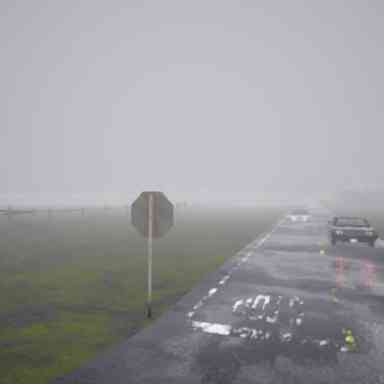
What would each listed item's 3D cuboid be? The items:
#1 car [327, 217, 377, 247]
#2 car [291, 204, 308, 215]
[{"bbox_3d":[7.982,1.909,16.997,1.895,1.301,4.718,0,-1,19],"label":"car"},{"bbox_3d":[14.154,2.300,43.589,1.994,1.385,4.181,0,-1,19],"label":"car"}]
